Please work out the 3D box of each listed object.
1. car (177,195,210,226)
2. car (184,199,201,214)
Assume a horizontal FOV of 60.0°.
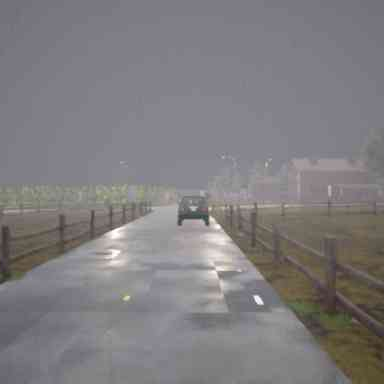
[{"bbox_3d":[0.096,1.257,24.061,2.150,2.045,5.566,0,-1,0],"label":"car"},{"bbox_3d":[-0.016,1.618,38.773,1.882,1.535,5.008,0,0,-1],"label":"car"}]
